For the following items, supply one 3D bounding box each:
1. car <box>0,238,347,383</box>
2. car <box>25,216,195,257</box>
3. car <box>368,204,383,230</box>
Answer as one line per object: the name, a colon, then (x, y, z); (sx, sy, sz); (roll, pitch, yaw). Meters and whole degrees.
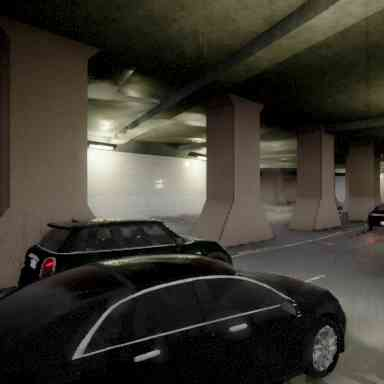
car: (-0.120, 1.504, 3.838); (4.892, 1.490, 1.837); (0, 0, -37)
car: (-1.222, 1.351, 7.401); (4.553, 1.767, 2.097); (0, 0, -37)
car: (12.111, 1.492, 20.147); (2.128, 1.511, 4.902); (0, 0, 41)
